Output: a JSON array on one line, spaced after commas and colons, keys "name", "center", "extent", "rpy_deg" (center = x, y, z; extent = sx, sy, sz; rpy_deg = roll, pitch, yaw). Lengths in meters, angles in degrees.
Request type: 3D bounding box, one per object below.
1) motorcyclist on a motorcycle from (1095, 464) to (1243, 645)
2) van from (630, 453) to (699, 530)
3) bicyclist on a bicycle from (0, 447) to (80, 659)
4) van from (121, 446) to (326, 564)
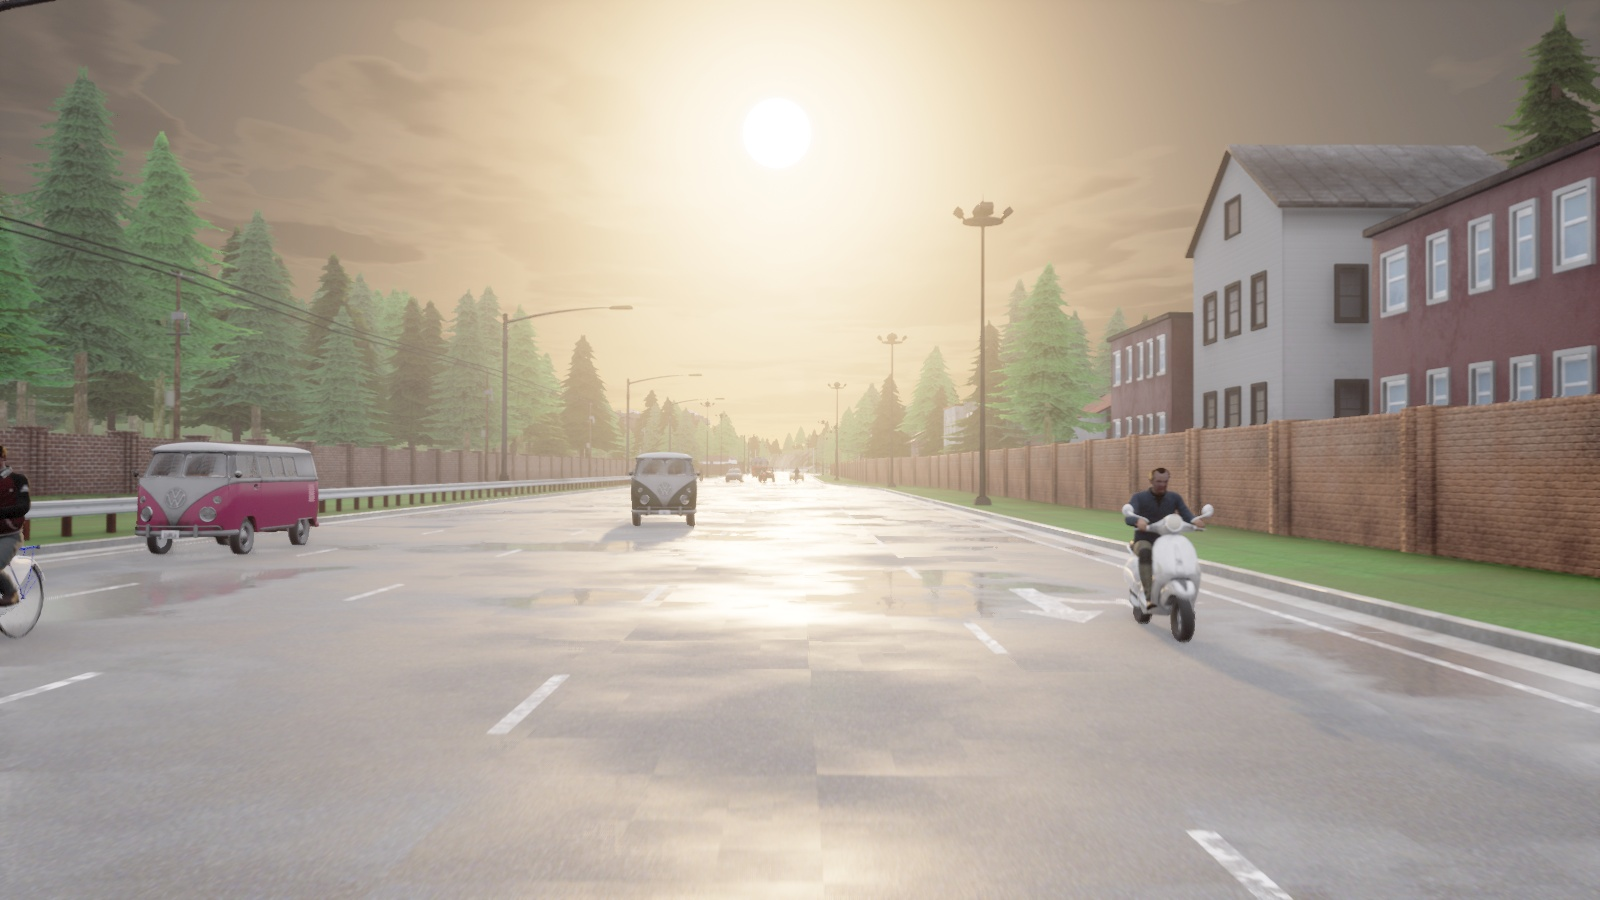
[{"name": "motorcyclist on a motorcycle", "center": [3.471, 0.930, 11.992], "extent": [0.866, 1.590, 1.817], "rpy_deg": [0, -1, 0]}, {"name": "van", "center": [-3.737, 1.097, 34.734], "extent": [1.775, 1.987, 4.442], "rpy_deg": [0, -1, -6]}, {"name": "bicyclist on a bicycle", "center": [-7.026, 0.870, 10.746], "extent": [0.659, 1.776, 1.843], "rpy_deg": [0, -1, 0]}, {"name": "van", "center": [-10.557, 0.955, 23.396], "extent": [1.775, 1.987, 4.442], "rpy_deg": [0, -1, 0]}]
